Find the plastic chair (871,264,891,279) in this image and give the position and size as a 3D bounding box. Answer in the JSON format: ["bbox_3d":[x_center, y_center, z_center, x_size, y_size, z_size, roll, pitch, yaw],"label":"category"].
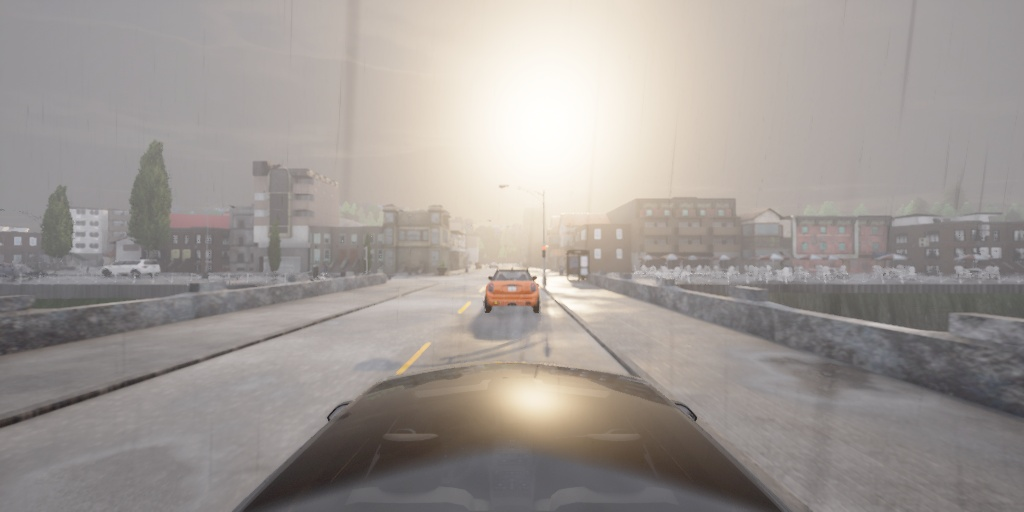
[{"bbox_3d":[36.658,1.654,35.605,0.730,1.272,0.750,0,0,0],"label":"plastic chair"}]

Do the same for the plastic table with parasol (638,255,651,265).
[{"bbox_3d":[15.916,1.120,41.887,2.482,2.480,2.482,0,0,0],"label":"plastic table with parasol"}]

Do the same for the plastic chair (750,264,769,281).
[{"bbox_3d":[22.595,1.623,32.708,0.730,1.272,0.750,0,0,0],"label":"plastic chair"}]

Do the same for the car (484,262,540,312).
[{"bbox_3d":[0.021,1.251,15.256,2.097,1.767,4.553,0,-1,0],"label":"car"}]

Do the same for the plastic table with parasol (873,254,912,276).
[{"bbox_3d":[37.786,1.050,35.517,2.482,2.480,2.482,0,0,0],"label":"plastic table with parasol"}]

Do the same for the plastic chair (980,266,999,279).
[{"bbox_3d":[47.895,1.657,35.807,0.750,1.272,0.730,0,0,0],"label":"plastic chair"}]

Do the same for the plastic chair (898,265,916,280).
[{"bbox_3d":[37.795,1.639,34.207,0.750,1.272,0.730,0,0,0],"label":"plastic chair"}]

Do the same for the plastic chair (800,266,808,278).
[{"bbox_3d":[29.327,1.666,36.604,0.730,1.272,0.750,0,0,-1],"label":"plastic chair"}]

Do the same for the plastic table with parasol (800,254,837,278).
[{"bbox_3d":[30.506,1.061,36.487,2.482,2.480,2.482,0,0,0],"label":"plastic table with parasol"}]

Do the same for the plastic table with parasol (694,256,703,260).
[{"bbox_3d":[22.506,1.152,44.777,2.482,2.480,2.482,0,0,0],"label":"plastic table with parasol"}]

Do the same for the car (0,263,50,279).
[{"bbox_3d":[-52.229,1.696,37.652,5.357,1.411,2.033,0,-1,0],"label":"car"}]

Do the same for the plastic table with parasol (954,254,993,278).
[{"bbox_3d":[47.995,1.070,37.307,2.482,2.480,2.482,0,0,0],"label":"plastic table with parasol"}]

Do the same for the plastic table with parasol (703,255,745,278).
[{"bbox_3d":[22.896,1.087,38.857,2.482,2.480,2.482,0,0,0],"label":"plastic table with parasol"}]

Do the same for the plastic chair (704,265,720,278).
[{"bbox_3d":[21.696,1.691,38.907,0.730,1.272,0.750,0,0,0],"label":"plastic chair"}]

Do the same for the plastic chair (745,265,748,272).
[{"bbox_3d":[28.796,1.744,43.607,0.730,1.272,0.750,0,0,0],"label":"plastic chair"}]

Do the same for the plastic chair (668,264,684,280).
[{"bbox_3d":[14.995,1.624,32.808,0.750,1.272,0.730,0,0,0],"label":"plastic chair"}]

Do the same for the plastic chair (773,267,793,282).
[{"bbox_3d":[23.695,1.607,31.308,0.750,1.272,0.730,0,0,0],"label":"plastic chair"}]

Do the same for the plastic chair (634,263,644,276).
[{"bbox_3d":[14.696,1.726,42.007,0.730,1.272,0.750,0,0,0],"label":"plastic chair"}]

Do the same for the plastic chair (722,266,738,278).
[{"bbox_3d":[22.795,1.676,37.507,0.750,1.272,0.730,0,0,0],"label":"plastic chair"}]

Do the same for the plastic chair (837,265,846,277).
[{"bbox_3d":[37.396,1.713,40.807,0.750,1.272,0.730,0,0,0],"label":"plastic chair"}]

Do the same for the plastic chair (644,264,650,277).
[{"bbox_3d":[15.796,1.710,40.607,0.750,1.272,0.730,0,0,0],"label":"plastic chair"}]

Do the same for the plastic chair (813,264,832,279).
[{"bbox_3d":[30.495,1.651,35.207,0.750,1.272,0.730,0,0,0],"label":"plastic chair"}]

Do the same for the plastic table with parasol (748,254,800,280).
[{"bbox_3d":[23.795,1.018,32.658,2.482,2.480,2.482,0,0,0],"label":"plastic table with parasol"}]

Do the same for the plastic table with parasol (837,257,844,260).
[{"bbox_3d":[37.426,1.125,42.267,2.482,2.480,2.482,0,0,0],"label":"plastic table with parasol"}]

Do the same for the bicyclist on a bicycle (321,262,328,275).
[{"bbox_3d":[-24.024,1.589,45.957,0.582,1.620,1.656,0,0,0],"label":"bicyclist on a bicycle"}]

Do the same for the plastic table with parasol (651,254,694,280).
[{"bbox_3d":[15.165,1.034,34.068,2.482,2.480,2.482,0,0,0],"label":"plastic table with parasol"}]

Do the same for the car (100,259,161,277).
[{"bbox_3d":[-44.256,1.417,41.671,5.566,2.045,2.150,0,-1,0],"label":"car"}]

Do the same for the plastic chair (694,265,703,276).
[{"bbox_3d":[22.496,1.740,43.307,0.750,1.272,0.730,0,0,0],"label":"plastic chair"}]

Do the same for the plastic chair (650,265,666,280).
[{"bbox_3d":[13.895,1.639,34.208,0.730,1.272,0.750,0,0,0],"label":"plastic chair"}]

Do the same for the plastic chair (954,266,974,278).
[{"bbox_3d":[46.795,1.673,37.207,0.730,1.272,0.750,0,0,0],"label":"plastic chair"}]
